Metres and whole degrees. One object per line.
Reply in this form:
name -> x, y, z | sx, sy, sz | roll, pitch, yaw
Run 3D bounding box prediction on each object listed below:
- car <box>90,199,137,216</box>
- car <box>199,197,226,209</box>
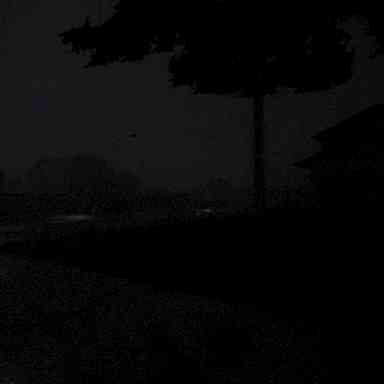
car -> -7.426, 1.460, 31.753 | 1.837, 1.490, 4.892 | 0, 0, 36
car -> 2.891, 1.478, 46.017 | 1.882, 1.535, 5.008 | 0, 0, 36
